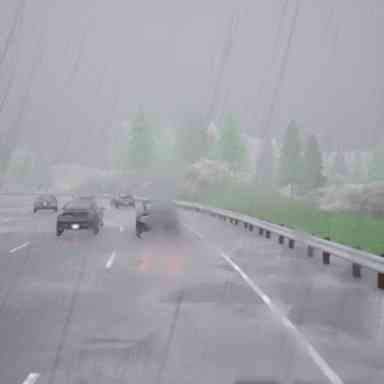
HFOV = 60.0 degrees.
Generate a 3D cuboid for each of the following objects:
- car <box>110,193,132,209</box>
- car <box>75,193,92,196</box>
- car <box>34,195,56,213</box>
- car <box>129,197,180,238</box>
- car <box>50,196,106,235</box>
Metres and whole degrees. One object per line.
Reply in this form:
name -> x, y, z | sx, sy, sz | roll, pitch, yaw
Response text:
car -> -7.012, 0.835, 33.221 | 2.128, 1.511, 4.902 | -1, 1, -22
car -> -11.117, 0.843, 33.978 | 1.837, 1.490, 4.892 | 0, 1, -24
car -> -12.826, 0.985, 29.274 | 2.033, 1.411, 5.357 | -1, 1, -21
car -> -1.740, 1.177, 15.645 | 2.128, 1.511, 4.902 | 0, 1, -10
car -> -5.515, 1.179, 16.683 | 1.837, 1.490, 4.892 | 0, 1, -12
